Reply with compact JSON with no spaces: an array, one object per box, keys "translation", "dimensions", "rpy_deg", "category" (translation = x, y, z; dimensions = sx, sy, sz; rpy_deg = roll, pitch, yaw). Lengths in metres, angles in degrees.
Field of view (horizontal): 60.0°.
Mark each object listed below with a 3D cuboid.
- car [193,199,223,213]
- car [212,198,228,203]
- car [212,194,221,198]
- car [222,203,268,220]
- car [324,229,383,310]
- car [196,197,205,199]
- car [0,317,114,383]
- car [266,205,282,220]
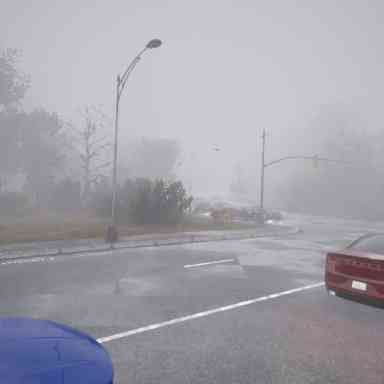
[{"translation":[1.937,2.017,43.724],"dimensions":[1.994,1.385,4.181],"rpy_deg":[3,1,-19],"category":"car"},{"translation":[4.473,2.094,46.971],"dimensions":[2.033,1.411,5.357],"rpy_deg":[3,1,-18],"category":"car"},{"translation":[5.839,1.109,79.176],"dimensions":[2.033,1.411,5.357],"rpy_deg":[2,2,-1],"category":"car"},{"translation":[5.423,2.171,34.615],"dimensions":[1.895,1.301,4.718],"rpy_deg":[3,-1,-23],"category":"car"},{"translation":[4.992,1.555,7.347],"dimensions":[5.008,1.535,1.882],"rpy_deg":[1,-1,-35],"category":"car"},{"translation":[1.503,1.653,58.367],"dimensions":[1.837,1.490,4.892],"rpy_deg":[2,2,-11],"category":"car"},{"translation":[-2.863,1.478,1.699],"dimensions":[5.008,1.535,1.882],"rpy_deg":[0,0,-36],"category":"car"},{"translation":[8.110,2.217,37.292],"dimensions":[1.837,1.490,4.892],"rpy_deg":[3,-1,-21],"category":"car"}]
